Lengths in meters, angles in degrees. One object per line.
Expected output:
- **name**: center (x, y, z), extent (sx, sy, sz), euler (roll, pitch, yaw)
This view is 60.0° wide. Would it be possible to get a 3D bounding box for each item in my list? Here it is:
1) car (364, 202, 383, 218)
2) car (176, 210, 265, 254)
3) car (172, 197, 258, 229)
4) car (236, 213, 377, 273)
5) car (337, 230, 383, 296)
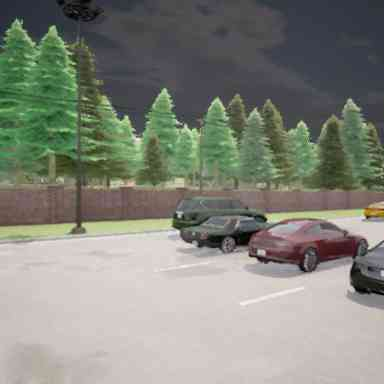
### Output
- **car**: center (16.758, 1.608, 28.585), extent (5.008, 1.535, 1.882), euler (0, 0, -35)
- **car**: center (1.930, 1.641, 13.719), extent (4.718, 1.301, 1.895), euler (0, 0, -35)
- **car**: center (1.578, 1.270, 17.765), extent (5.566, 2.045, 2.150), euler (0, 0, -35)
- **car**: center (3.848, 1.566, 10.803), extent (4.674, 1.442, 1.812), euler (0, 0, -36)
- **car**: center (5.509, 1.602, 7.672), extent (4.181, 1.385, 1.994), euler (0, 0, -35)
